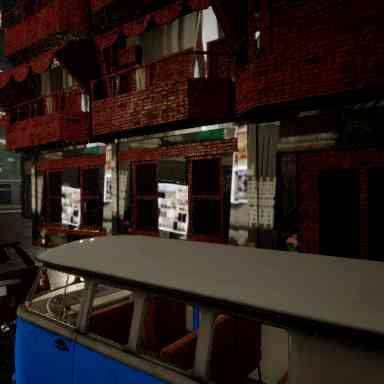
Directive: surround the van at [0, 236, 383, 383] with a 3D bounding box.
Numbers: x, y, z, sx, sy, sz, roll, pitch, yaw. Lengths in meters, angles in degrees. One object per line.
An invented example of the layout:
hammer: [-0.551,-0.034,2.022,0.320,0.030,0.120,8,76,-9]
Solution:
van: [0.200,1.341,2.592,3.998,1.788,1.690,0,-1,36]
